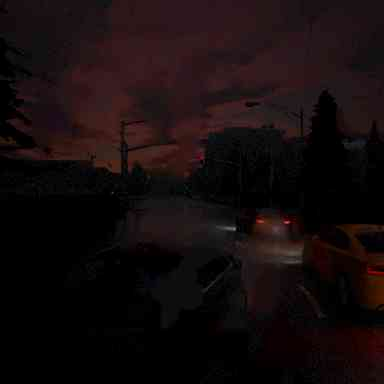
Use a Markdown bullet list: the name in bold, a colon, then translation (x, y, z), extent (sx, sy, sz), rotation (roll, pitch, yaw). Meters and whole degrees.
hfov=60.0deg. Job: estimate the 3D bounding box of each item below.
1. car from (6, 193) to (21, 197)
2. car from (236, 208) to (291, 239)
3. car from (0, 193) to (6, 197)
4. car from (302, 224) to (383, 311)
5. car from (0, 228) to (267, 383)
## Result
- **car**: translation (-38.251, 1.097, 72.989), extent (1.932, 1.855, 4.605), rotation (0, 0, -5)
- **car**: translation (3.560, 1.526, 17.061), extent (1.812, 1.442, 4.674), rotation (0, 0, -5)
- **car**: translation (-41.109, 1.077, 72.320), extent (1.905, 1.878, 3.866), rotation (0, 0, -5)
- **car**: translation (3.999, 1.478, 7.745), extent (1.882, 1.535, 5.008), rotation (0, 0, 6)
- **car**: translation (-0.594, 1.491, 4.218), extent (2.128, 1.511, 4.902), rotation (1, 0, 22)
